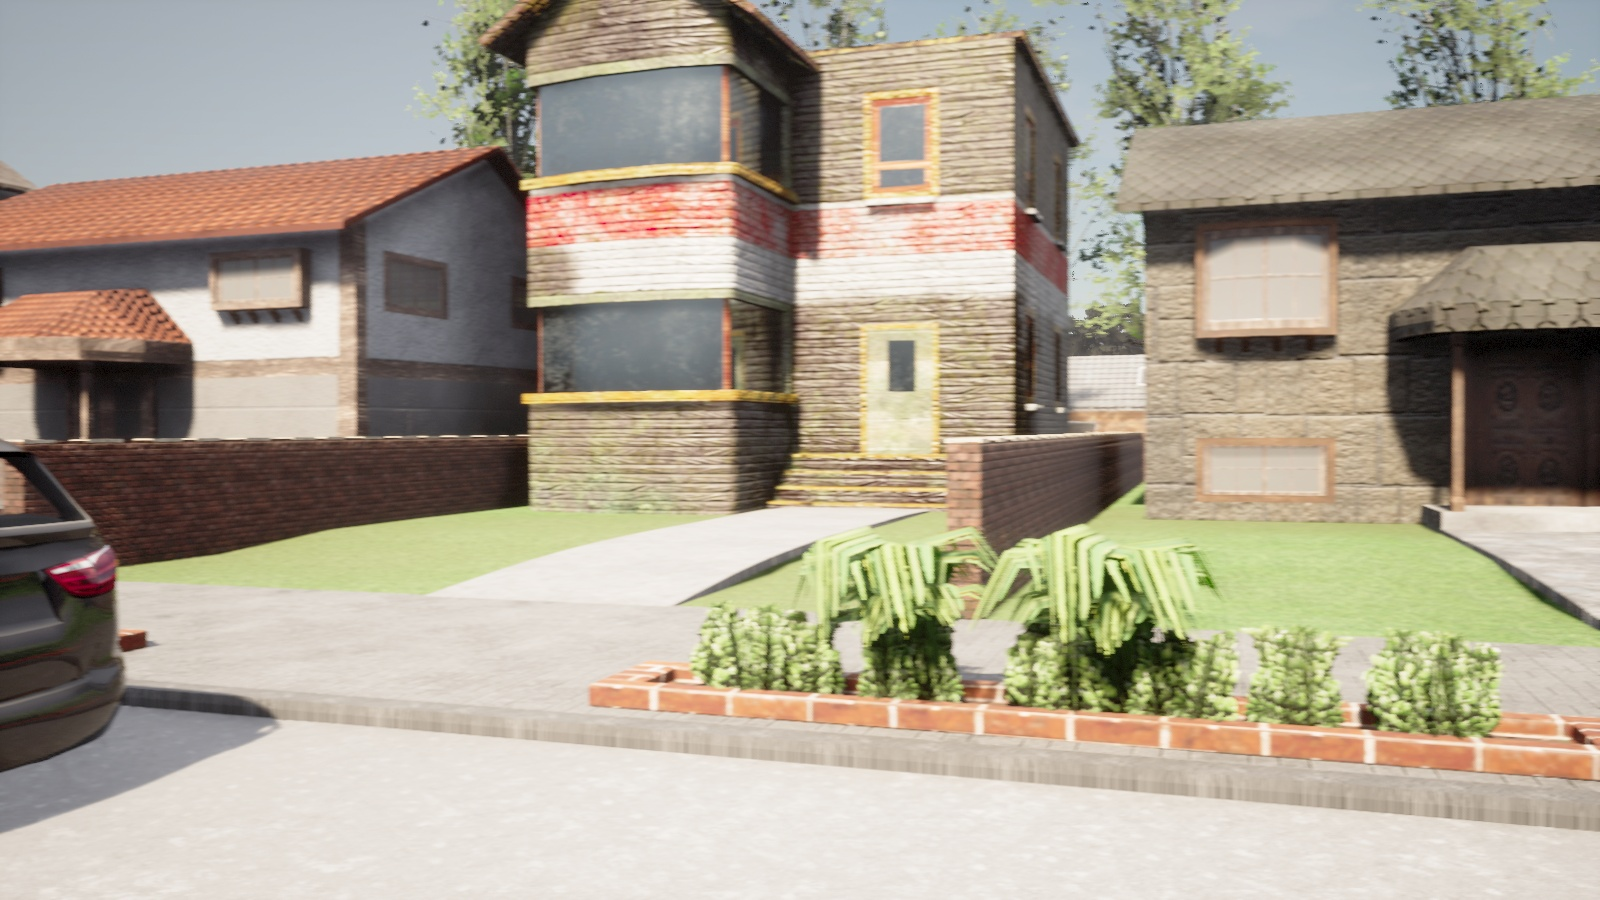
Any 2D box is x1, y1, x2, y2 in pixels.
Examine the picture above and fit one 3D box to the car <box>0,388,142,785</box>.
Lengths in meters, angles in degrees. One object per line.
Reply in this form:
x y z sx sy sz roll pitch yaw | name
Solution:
-5.663 0.559 5.624 4.611 1.667 2.242 1 1 19 | car
